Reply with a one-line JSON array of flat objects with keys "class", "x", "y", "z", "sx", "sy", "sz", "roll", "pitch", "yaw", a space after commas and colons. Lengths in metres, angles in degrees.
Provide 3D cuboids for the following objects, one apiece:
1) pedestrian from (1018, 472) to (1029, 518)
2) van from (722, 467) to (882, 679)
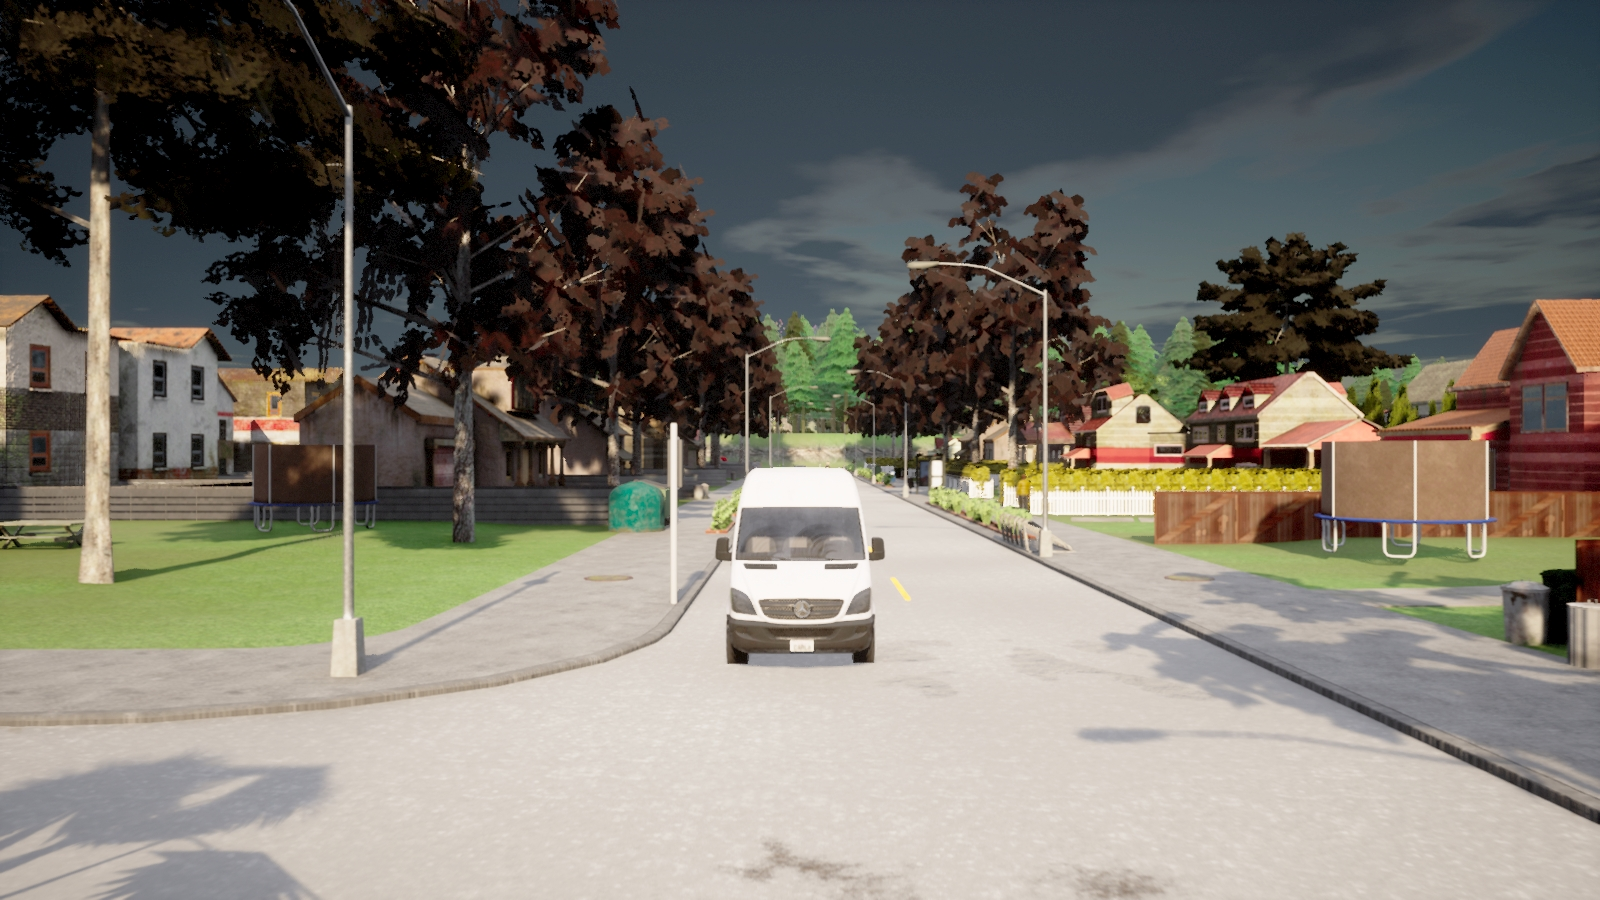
[{"class": "pedestrian", "x": 9.224, "y": 1.845, "z": 47.138, "sx": 0.375, "sy": 1.860, "sz": 0.375, "roll": 0, "pitch": 0, "yaw": -2}, {"class": "van", "x": -0.004, "y": 1.574, "z": 17.152, "sx": 1.988, "sy": 2.561, "sz": 5.915, "roll": 0, "pitch": 0, "yaw": -1}]
